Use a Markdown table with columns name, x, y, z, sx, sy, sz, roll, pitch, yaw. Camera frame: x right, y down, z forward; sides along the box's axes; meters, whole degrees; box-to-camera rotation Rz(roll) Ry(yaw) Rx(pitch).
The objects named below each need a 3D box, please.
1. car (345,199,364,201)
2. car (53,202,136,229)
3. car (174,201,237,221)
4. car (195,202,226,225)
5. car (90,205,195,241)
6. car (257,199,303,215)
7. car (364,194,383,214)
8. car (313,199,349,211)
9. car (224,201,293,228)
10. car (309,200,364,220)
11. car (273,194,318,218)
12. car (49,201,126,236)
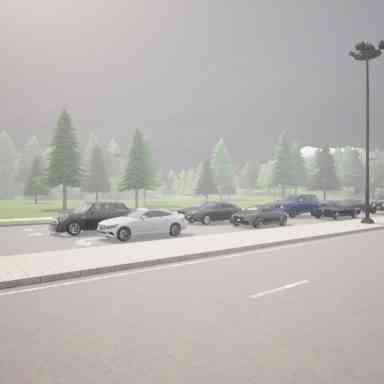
| name | x | y | z | sx | sy | sz | roll | pitch | yaw |
| --- | --- | --- | --- | --- | --- | --- | --- | --- | --- |
| car | 17.626 | 1.505 | 36.749 | 4.892 | 1.490 | 1.837 | 0 | 0 | -37 |
| car | -6.471 | 1.478 | 22.436 | 5.008 | 1.535 | 1.882 | 0 | 0 | -38 |
| car | 1.262 | 1.547 | 28.489 | 5.357 | 1.411 | 2.033 | 0 | 0 | -38 |
| car | 1.640 | 1.505 | 24.340 | 4.892 | 1.490 | 1.837 | 0 | 0 | -38 |
| car | -2.392 | 1.526 | 16.741 | 4.674 | 1.442 | 1.812 | 0 | 0 | -38 |
| car | 9.227 | 1.492 | 34.705 | 4.902 | 1.511 | 2.128 | 0 | 0 | -38 |
| car | 20.607 | 1.221 | 34.623 | 5.566 | 2.045 | 2.150 | 0 | 0 | -38 |
| car | 17.049 | 1.601 | 40.711 | 4.718 | 1.301 | 1.895 | 0 | 0 | -37 |
| car | 4.469 | 1.564 | 22.119 | 4.181 | 1.385 | 1.994 | 0 | 0 | -39 |
| car | 12.295 | 1.601 | 28.219 | 4.718 | 1.301 | 1.895 | 0 | 0 | -38 |
| car | 9.518 | 1.221 | 30.501 | 5.566 | 2.045 | 2.150 | 0 | 0 | -38 |
| car | -5.548 | 1.352 | 18.716 | 4.553 | 1.767 | 2.097 | 0 | 0 | -38 |
